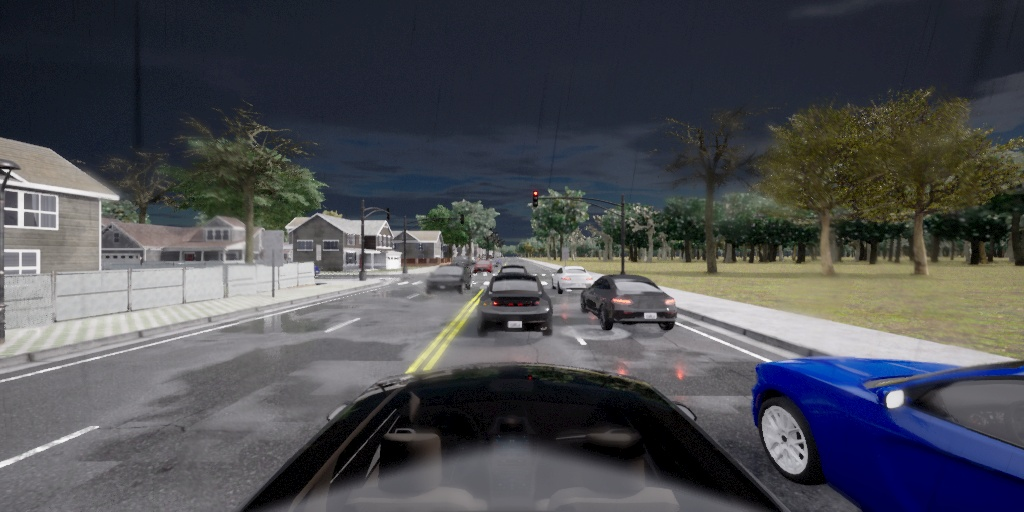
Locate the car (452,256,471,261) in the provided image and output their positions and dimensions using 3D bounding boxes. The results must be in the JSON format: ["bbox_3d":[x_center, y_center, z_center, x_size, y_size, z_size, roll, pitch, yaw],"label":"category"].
[{"bbox_3d":[-6.556,0.960,47.244,2.150,2.045,5.566,0,0,0],"label":"car"}]

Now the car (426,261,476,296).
[{"bbox_3d":[-3.332,1.226,19.709,1.882,1.535,5.008,0,0,0],"label":"car"}]

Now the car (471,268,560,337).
[{"bbox_3d":[0.091,1.254,10.293,1.837,1.490,4.892,0,0,0],"label":"car"}]

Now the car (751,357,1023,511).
[{"bbox_3d":[3.350,1.228,1.615,1.882,1.535,5.008,0,0,0],"label":"car"}]

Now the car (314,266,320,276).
[{"bbox_3d":[-19.716,1.271,30.756,4.902,1.511,2.128,0,0,0],"label":"car"}]

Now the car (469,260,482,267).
[{"bbox_3d":[-6.498,1.323,63.928,1.895,1.301,4.718,0,0,0],"label":"car"}]

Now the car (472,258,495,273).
[{"bbox_3d":[-3.301,1.219,41.933,1.882,1.535,5.008,0,0,0],"label":"car"}]

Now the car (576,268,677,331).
[{"bbox_3d":[3.342,1.275,10.930,1.812,1.442,4.674,0,0,0],"label":"car"}]

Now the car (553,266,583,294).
[{"bbox_3d":[3.327,1.275,20.035,1.812,1.442,4.674,0,0,0],"label":"car"}]

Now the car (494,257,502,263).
[{"bbox_3d":[-3.276,1.218,58.996,2.128,1.511,4.902,0,0,0],"label":"car"}]

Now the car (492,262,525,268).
[{"bbox_3d":[0.074,1.254,19.709,1.837,1.490,4.892,0,0,0],"label":"car"}]
